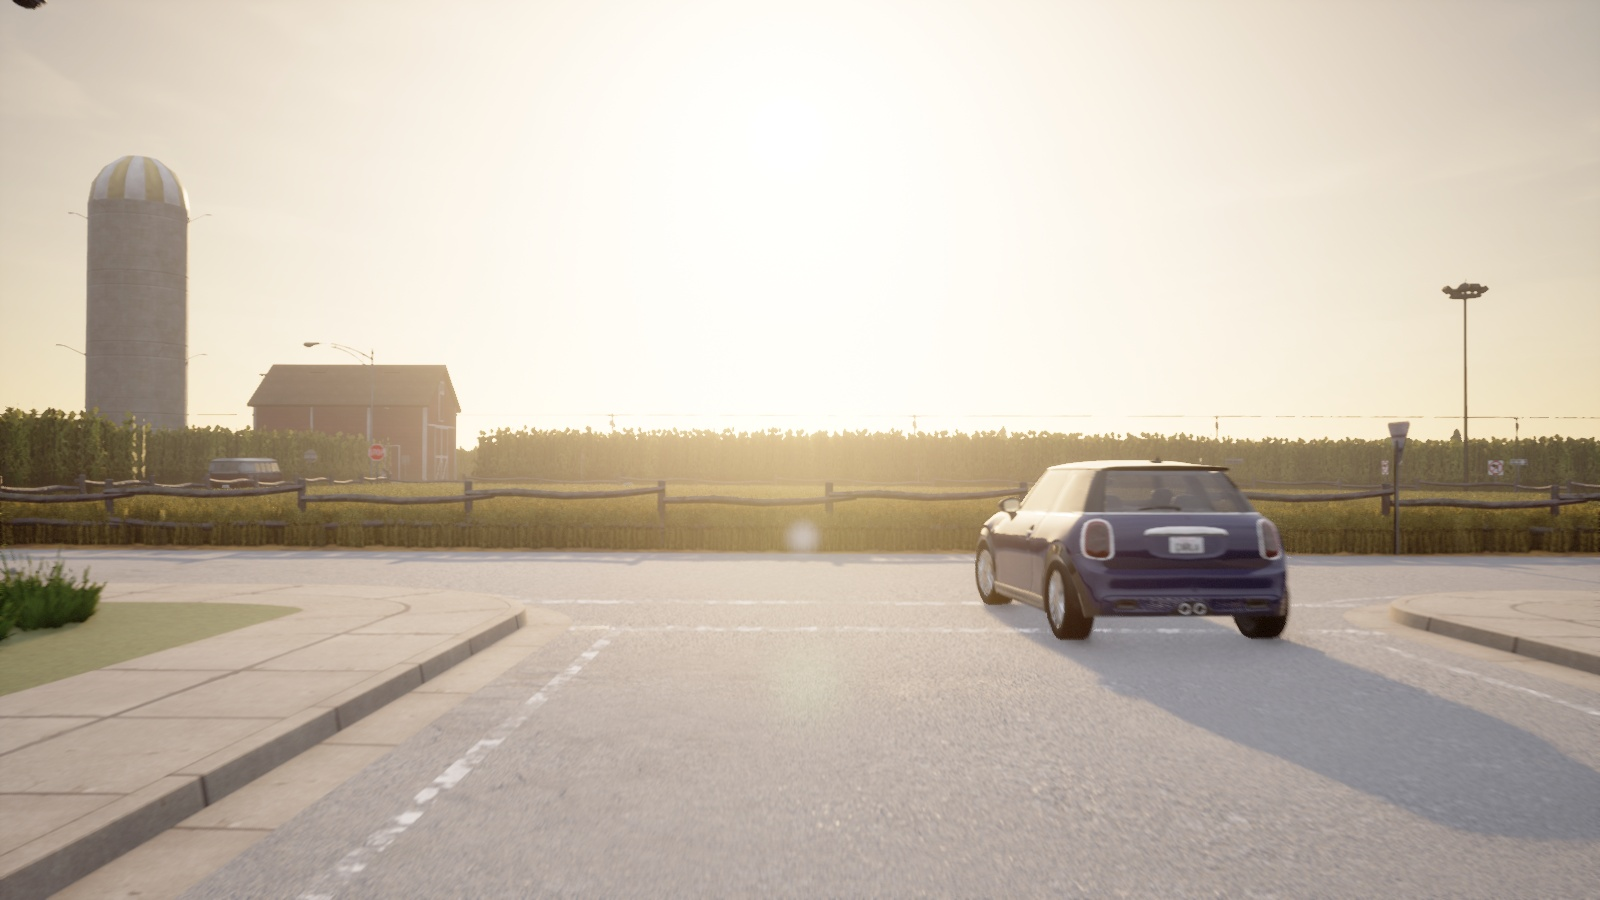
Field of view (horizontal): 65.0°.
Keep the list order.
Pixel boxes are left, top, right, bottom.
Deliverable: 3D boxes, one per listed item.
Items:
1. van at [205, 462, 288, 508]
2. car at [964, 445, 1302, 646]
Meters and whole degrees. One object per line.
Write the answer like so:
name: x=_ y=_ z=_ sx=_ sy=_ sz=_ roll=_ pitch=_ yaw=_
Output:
van: x=-25.117 y=1.547 z=57.123 sx=1.775 sy=1.987 sz=4.442 roll=0 pitch=-1 yaw=1
car: x=3.270 y=0.885 z=13.443 sx=2.097 sy=1.767 sz=4.553 roll=0 pitch=-1 yaw=-4
